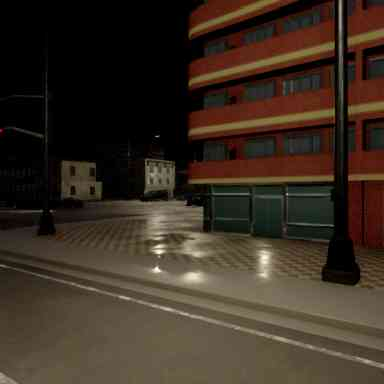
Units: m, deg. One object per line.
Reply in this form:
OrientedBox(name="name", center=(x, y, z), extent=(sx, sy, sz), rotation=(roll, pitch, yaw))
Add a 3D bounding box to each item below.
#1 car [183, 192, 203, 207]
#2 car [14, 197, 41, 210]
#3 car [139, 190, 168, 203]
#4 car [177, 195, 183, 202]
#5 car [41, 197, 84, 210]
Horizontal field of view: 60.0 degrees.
OrientedBox(name="car", center=(1.352, 0.930, 42.018), extent=(2.097, 1.767, 4.553), rotation=(0, 1, 37))
OrientedBox(name="car", center=(-18.344, 1.304, 39.302), extent=(2.128, 1.511, 4.902), rotation=(0, 1, 37))
OrientedBox(name="car", center=(-6.299, 0.687, 55.506), extent=(2.150, 2.045, 5.566), rotation=(0, 1, 37))
OrientedBox(name="car", center=(-0.580, 0.859, 57.291), extent=(1.882, 1.535, 5.008), rotation=(0, 1, 37))
OrientedBox(name="car", center=(-14.641, 1.353, 38.415), extent=(1.994, 1.385, 4.181), rotation=(0, 1, 37))
